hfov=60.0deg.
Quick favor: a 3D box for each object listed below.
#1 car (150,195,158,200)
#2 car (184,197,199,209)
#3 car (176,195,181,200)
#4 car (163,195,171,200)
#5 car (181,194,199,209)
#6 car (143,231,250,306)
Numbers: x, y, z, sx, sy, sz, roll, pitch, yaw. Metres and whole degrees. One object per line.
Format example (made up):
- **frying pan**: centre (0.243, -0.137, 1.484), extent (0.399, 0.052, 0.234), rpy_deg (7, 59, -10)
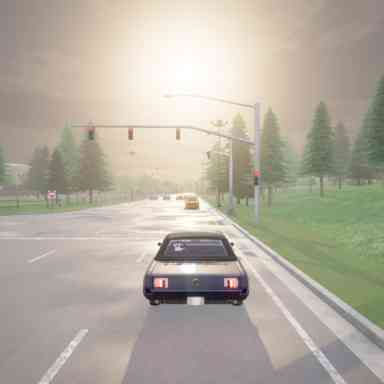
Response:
- **car**: centre (-10.393, 1.539, 91.115), extent (2.033, 1.411, 5.357), rpy_deg (0, 0, 0)
- **car**: centre (-0.061, 1.576, 49.650), extent (2.033, 1.411, 5.357), rpy_deg (0, 1, 2)
- **car**: centre (-3.393, 1.551, 91.107), extent (1.994, 1.385, 4.181), rpy_deg (0, 0, 0)
- **car**: centre (-6.893, 1.539, 91.111), extent (2.033, 1.411, 5.357), rpy_deg (0, 0, 0)
- **car**: centre (-0.107, 1.102, 46.083), extent (1.882, 1.535, 5.008), rpy_deg (-3, 16, -5)
- **car**: centre (0.088, 1.601, 7.982), extent (1.895, 1.301, 4.718), rpy_deg (0, 0, 0)
